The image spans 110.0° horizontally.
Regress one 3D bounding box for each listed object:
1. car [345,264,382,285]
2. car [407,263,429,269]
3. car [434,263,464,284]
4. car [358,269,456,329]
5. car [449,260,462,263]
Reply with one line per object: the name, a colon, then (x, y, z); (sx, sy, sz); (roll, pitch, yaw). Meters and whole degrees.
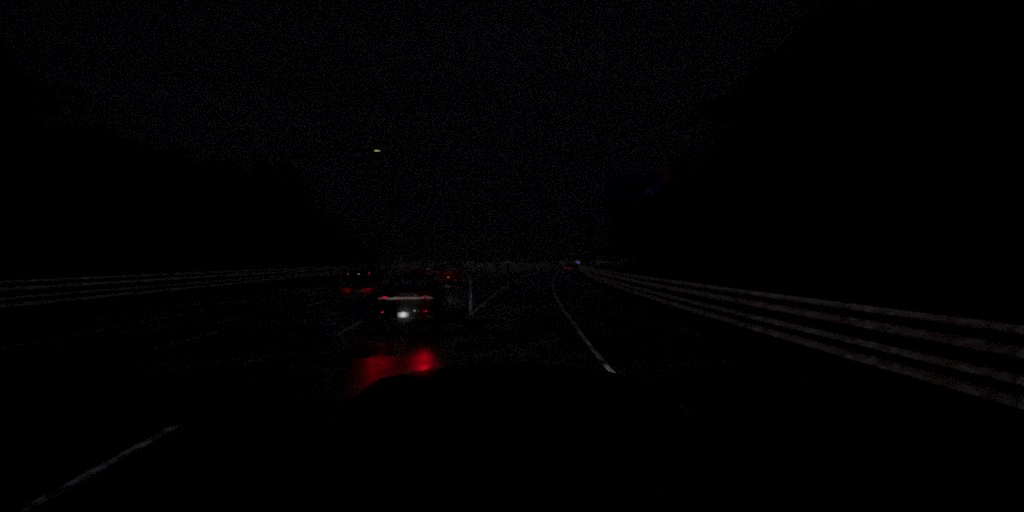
car: (-12.174, 1.455, 29.948); (2.097, 1.767, 4.553); (0, -1, -7)
car: (-9.299, 1.645, 35.219); (1.882, 1.535, 5.008); (0, -1, -7)
car: (-5.334, 1.577, 30.877); (1.882, 1.535, 5.008); (0, -1, -7)
car: (-3.115, 1.354, 11.801); (2.128, 1.511, 4.902); (0, -1, -6)
car: (-8.027, 1.618, 50.905); (2.150, 2.045, 5.566); (0, -1, -8)
